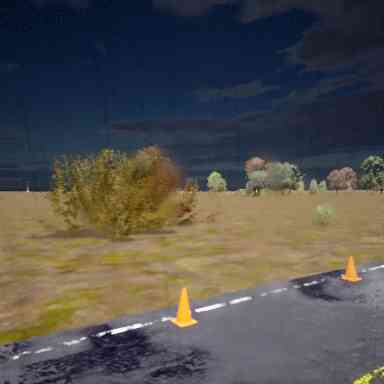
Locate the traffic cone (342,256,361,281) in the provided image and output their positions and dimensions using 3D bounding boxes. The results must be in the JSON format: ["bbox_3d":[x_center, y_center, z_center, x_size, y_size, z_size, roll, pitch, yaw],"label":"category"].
[{"bbox_3d":[4.088,1.933,8.523,0.340,0.580,0.340,0,0,-33],"label":"traffic cone"}]

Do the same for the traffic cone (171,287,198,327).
[{"bbox_3d":[-0.128,1.941,5.716,0.340,0.580,0.340,0,0,-34],"label":"traffic cone"}]
